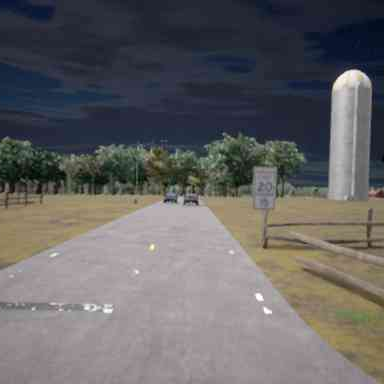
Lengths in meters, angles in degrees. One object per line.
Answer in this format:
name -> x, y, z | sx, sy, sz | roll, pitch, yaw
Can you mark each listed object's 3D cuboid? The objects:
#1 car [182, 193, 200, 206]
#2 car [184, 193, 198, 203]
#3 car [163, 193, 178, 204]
car -> -0.117, 0.888, 41.524 | 1.837, 1.490, 4.892 | 2, 1, 0
car -> -0.158, 0.857, 51.962 | 1.994, 1.385, 4.181 | 2, 0, 0
car -> -2.884, 0.797, 46.123 | 2.033, 1.411, 5.357 | 2, 1, 0
